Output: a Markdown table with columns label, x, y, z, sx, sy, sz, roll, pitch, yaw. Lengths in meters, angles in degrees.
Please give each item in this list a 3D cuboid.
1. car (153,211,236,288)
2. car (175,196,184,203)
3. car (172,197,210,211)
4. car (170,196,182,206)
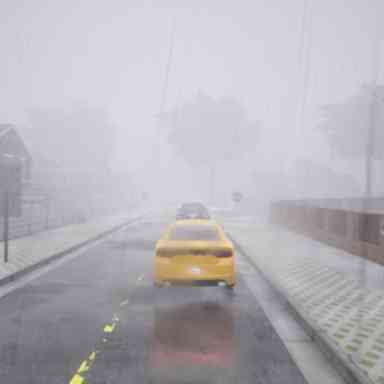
| label | x | y | z | sx | sy | sz | roll | pitch | yaw |
| --- | --- | --- | --- | --- | --- | --- | --- | --- | --- |
| car | 0.075 | 1.511 | 9.374 | 1.882 | 1.535 | 5.008 | 0 | -1 | 1 |
| car | -2.776 | 1.730 | 76.352 | 1.882 | 1.535 | 5.008 | 0 | 0 | 0 |
| car | 0.054 | 1.426 | 21.153 | 2.097 | 1.767 | 4.553 | 0 | 0 | 0 |
| car | -2.827 | 1.729 | 60.427 | 1.812 | 1.442 | 4.674 | 0 | 0 | 0 |
